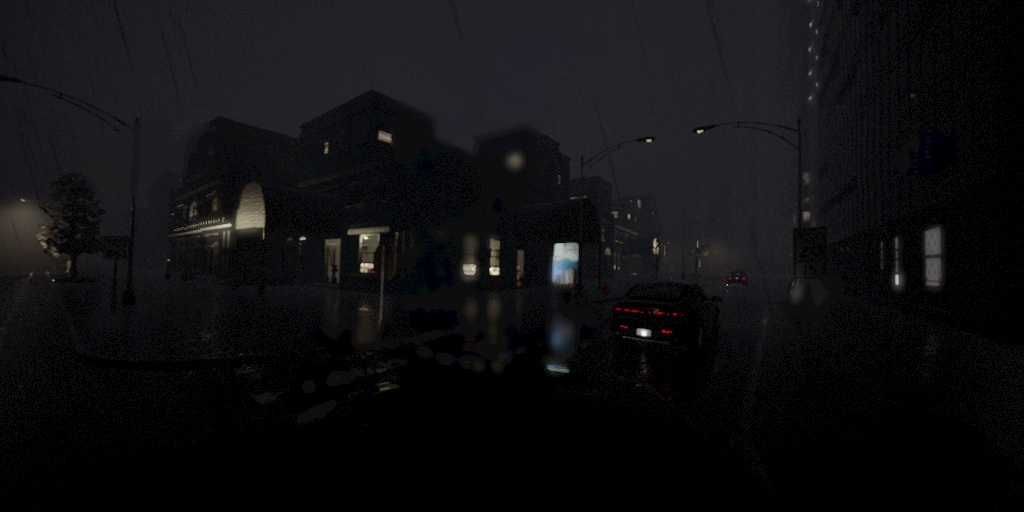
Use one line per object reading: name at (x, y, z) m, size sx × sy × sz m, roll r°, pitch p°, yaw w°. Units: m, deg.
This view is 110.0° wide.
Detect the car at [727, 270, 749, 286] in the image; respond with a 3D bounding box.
car at (23.636, 2.321, 37.602) m, size 2.033 × 1.411 × 5.357 m, roll 0°, pitch -1°, yaw 33°

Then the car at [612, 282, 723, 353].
car at (4.197, 1.413, 9.449) m, size 1.837 × 1.490 × 4.892 m, roll 0°, pitch -1°, yaw 36°
